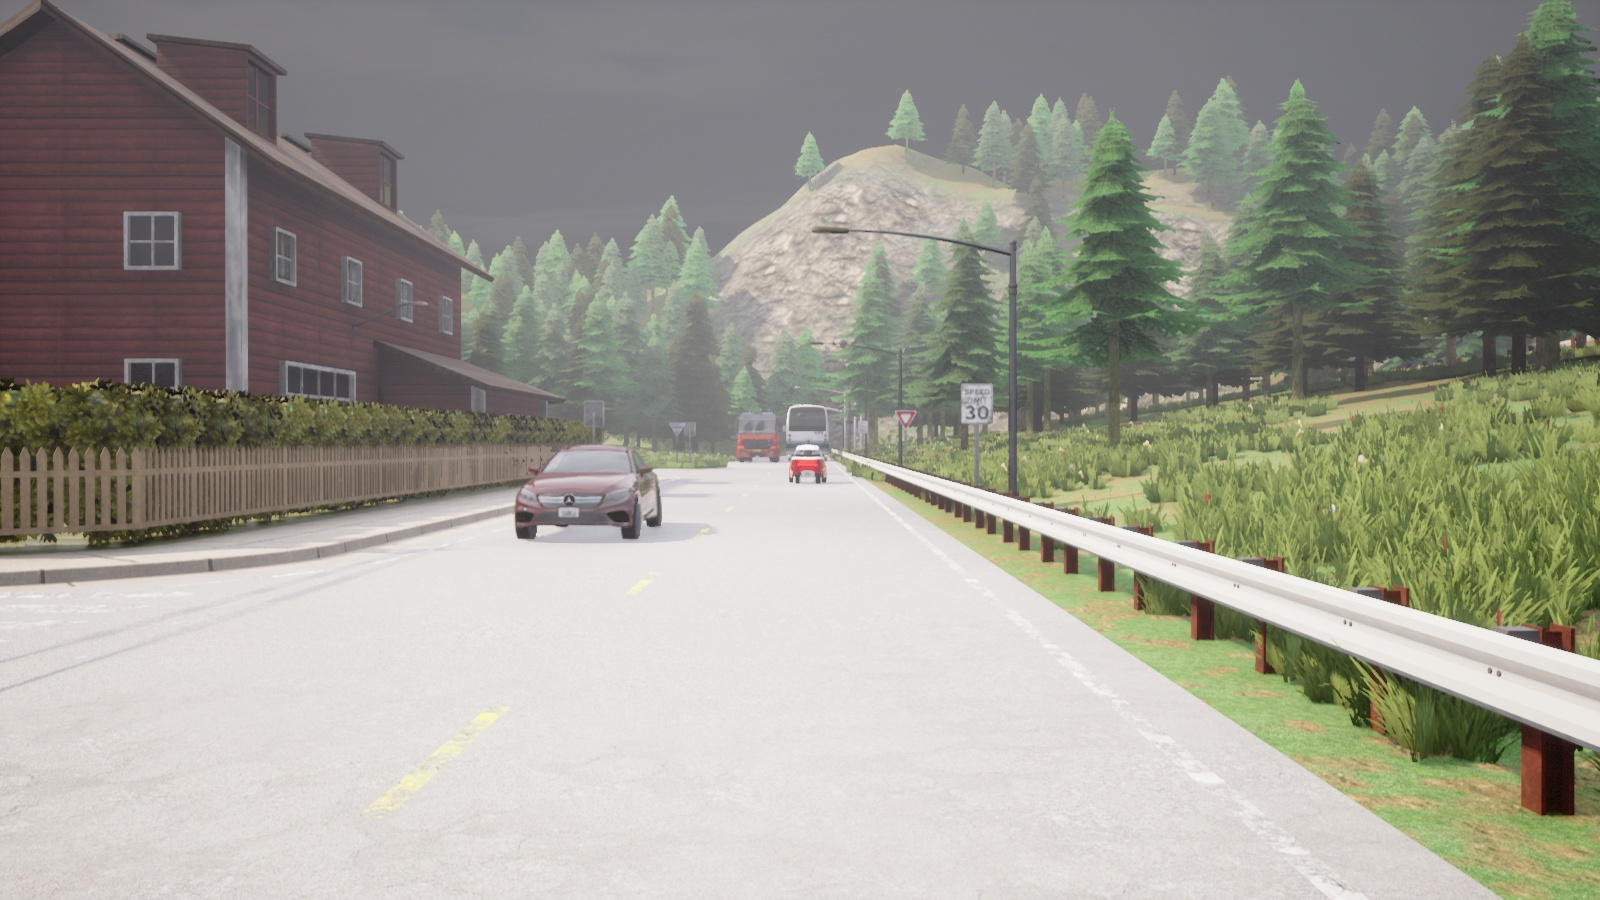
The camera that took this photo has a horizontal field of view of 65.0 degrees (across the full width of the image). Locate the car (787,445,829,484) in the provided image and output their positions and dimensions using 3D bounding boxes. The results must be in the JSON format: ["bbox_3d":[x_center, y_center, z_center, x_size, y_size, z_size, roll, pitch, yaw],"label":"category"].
[{"bbox_3d":[0.284,0.513,45.588,1.481,1.376,2.207,0,1,0],"label":"car"}]

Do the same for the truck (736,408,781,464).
[{"bbox_3d":[-2.945,-1.000,91.531,2.891,3.827,8.468,0,0,0],"label":"truck"}]

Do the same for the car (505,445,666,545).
[{"bbox_3d":[-3.364,0.639,20.581,1.812,1.442,4.674,0,0,0],"label":"car"}]
